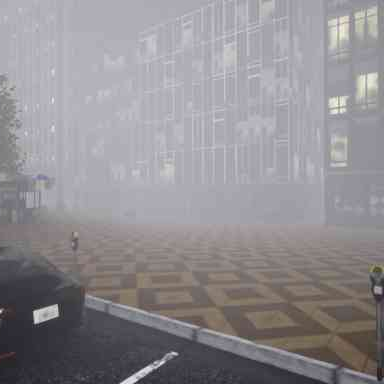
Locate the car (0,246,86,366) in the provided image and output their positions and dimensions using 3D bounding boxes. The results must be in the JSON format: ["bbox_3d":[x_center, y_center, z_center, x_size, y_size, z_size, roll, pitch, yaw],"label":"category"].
[{"bbox_3d":[-3.523,1.566,5.383,4.313,1.339,1.947,0,0,35],"label":"car"}]
